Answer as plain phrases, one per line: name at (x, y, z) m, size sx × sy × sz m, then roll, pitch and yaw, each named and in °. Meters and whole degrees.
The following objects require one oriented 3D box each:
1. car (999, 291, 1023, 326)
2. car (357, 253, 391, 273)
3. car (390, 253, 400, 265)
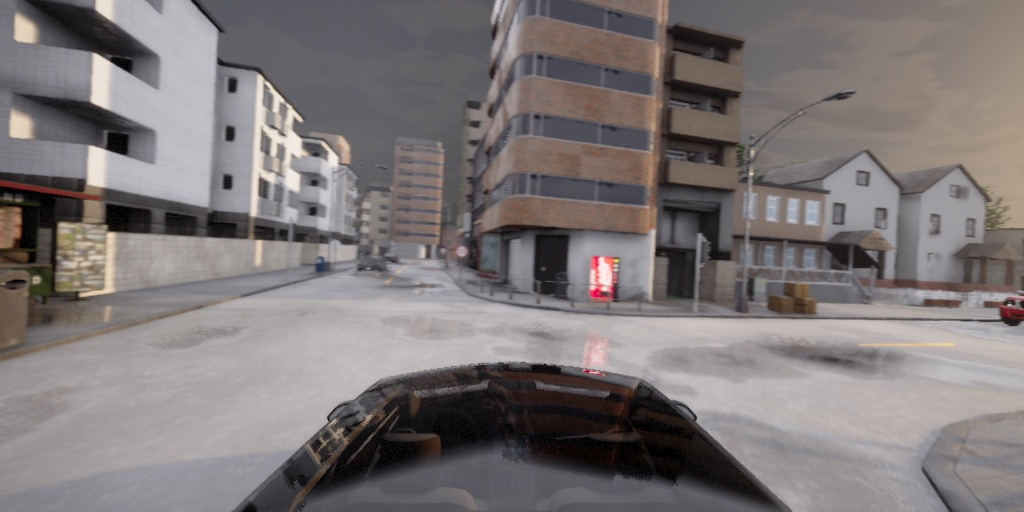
car at (24.716, 2.238, 15.817) m, size 5.566 × 2.045 × 2.150 m, roll 3°, pitch 0°, yaw -13°
car at (-11.409, 0.606, 29.448) m, size 1.895 × 1.301 × 4.718 m, roll 3°, pitch 0°, yaw -13°
car at (-15.181, 0.276, 45.140) m, size 2.033 × 1.411 × 5.357 m, roll 3°, pitch 0°, yaw -13°
